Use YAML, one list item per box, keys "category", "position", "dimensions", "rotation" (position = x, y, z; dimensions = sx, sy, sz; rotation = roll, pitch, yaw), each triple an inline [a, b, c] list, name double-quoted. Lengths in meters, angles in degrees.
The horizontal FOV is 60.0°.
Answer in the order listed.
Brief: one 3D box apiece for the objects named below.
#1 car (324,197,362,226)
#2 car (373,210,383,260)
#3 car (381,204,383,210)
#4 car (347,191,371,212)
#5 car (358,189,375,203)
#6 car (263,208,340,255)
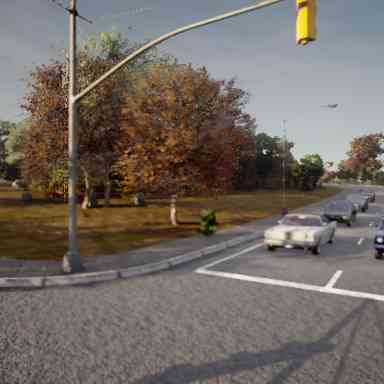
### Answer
- category: "car"
  position: [9.587, 1.310, 21.737]
  dimensions: [2.033, 1.411, 5.357]
  rotation: [0, 2, 31]
- category: "car"
  position: [7.622, 1.563, 11.871]
  dimensions: [1.895, 1.301, 4.718]
  rotation: [0, 1, 32]
- category: "car"
  position: [12.854, 1.111, 20.362]
  dimensions: [2.097, 1.767, 4.553]
  rotation: [0, 2, 32]
- category: "car"
  position: [14.769, 0.933, 30.115]
  dimensions: [1.812, 1.442, 4.674]
  rotation: [0, 3, 32]
- category: "car"
  position: [20.242, 0.404, 38.922]
  dimensions: [2.128, 1.511, 4.902]
  rotation: [0, 3, 32]
- category: "car"
  position: [4.493, 1.556, 13.464]
  dimensions: [1.895, 1.301, 4.718]
  rotation: [0, 1, 32]
